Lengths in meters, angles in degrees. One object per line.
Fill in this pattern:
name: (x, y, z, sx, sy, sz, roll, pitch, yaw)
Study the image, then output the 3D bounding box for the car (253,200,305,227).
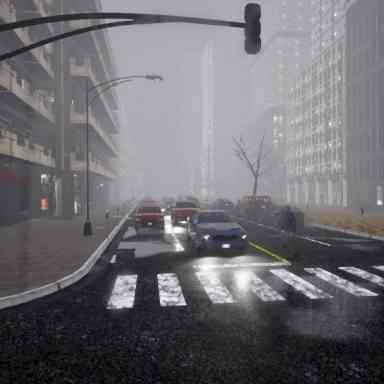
car: (5.710, 1.448, 21.446, 1.947, 1.339, 4.313, 0, 0, -8)

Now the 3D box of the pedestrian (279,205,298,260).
pedestrian: (3.091, 1.238, 10.575, 0.375, 1.860, 0.375, 0, 0, -8)

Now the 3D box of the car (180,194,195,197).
car: (-0.172, 1.296, 45.134, 1.882, 1.535, 5.008, 0, 0, -7)

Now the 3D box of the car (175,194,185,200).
car: (-3.186, 1.244, 87.120, 2.008, 1.369, 4.403, 0, 0, -8)

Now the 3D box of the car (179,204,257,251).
car: (0.837, 1.488, 14.247, 2.033, 1.411, 5.357, 0, 0, -8)

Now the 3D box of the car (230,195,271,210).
car: (4.969, 1.178, 26.918, 2.192, 1.841, 5.009, 0, 0, -8)

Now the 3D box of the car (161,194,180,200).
car: (-3.188, 1.329, 44.310, 2.128, 1.511, 4.902, 0, 0, -7)

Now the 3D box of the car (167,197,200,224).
car: (-0.500, 1.382, 24.131, 1.882, 1.535, 5.008, 0, 0, -8)

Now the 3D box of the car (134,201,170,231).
car: (-2.594, 1.477, 20.322, 1.887, 1.381, 4.507, 0, 0, -8)

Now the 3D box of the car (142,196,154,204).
car: (-7.785, 1.374, 58.632, 1.947, 1.339, 4.313, 0, 0, -8)

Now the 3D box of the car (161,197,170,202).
car: (-1.832, 1.472, 33.999, 1.895, 1.301, 4.718, 0, 0, -8)

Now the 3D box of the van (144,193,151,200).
van: (-11.492, 1.083, 85.996, 1.690, 1.788, 3.998, 0, 0, -8)

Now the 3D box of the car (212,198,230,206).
car: (3.486, 1.393, 37.864, 1.947, 1.339, 4.313, 0, 0, -8)

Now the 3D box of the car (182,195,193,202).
car: (-0.962, 1.296, 70.702, 1.947, 1.339, 4.313, 0, 0, -8)

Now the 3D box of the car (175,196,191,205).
car: (-1.582, 1.334, 55.207, 2.033, 1.411, 5.357, 0, 0, -8)

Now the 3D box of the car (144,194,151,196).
car: (-6.278, 1.367, 47.517, 1.752, 1.417, 4.829, 0, 0, -8)

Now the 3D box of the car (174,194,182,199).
car: (-3.928, 1.232, 92.594, 2.008, 1.369, 4.403, 0, 0, -8)

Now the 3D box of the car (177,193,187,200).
car: (-2.445, 1.145, 81.647, 1.967, 1.590, 4.097, 0, 0, -8)

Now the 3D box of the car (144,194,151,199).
car: (-12.233, 1.275, 91.470, 1.887, 1.381, 4.507, 0, 0, -8)

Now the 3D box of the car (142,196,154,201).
car: (-4.818, 1.421, 36.740, 1.887, 1.381, 4.507, 0, 0, -8)
